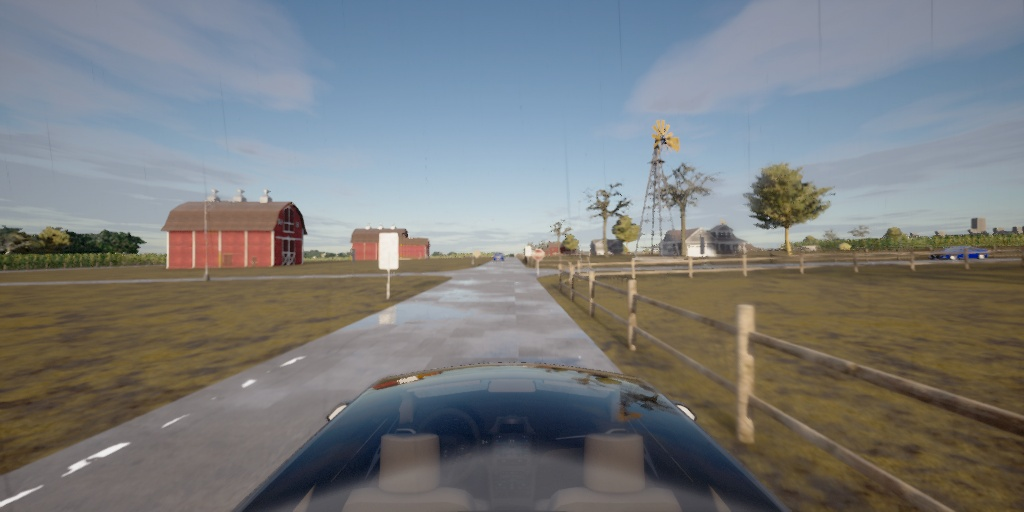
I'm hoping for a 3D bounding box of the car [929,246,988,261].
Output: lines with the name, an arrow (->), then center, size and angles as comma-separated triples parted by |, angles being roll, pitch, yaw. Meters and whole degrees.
car -> 49.086, -0.305, 39.521 | 5.008, 1.535, 1.882 | -1, 0, 0
